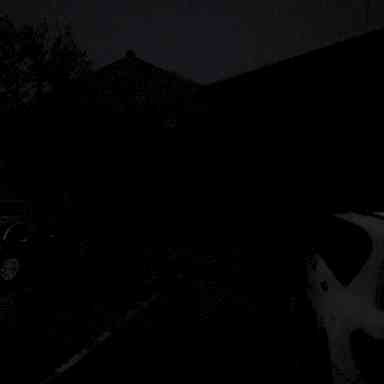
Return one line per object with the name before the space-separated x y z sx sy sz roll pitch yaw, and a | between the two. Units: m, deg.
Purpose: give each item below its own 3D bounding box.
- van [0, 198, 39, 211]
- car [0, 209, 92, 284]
van | -7.202 1.165 11.070 1.878 1.987 4.442 1 0 16
car | -4.732 1.416 9.407 2.231 1.521 4.892 0 -1 16
